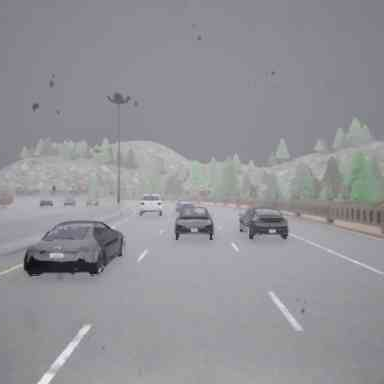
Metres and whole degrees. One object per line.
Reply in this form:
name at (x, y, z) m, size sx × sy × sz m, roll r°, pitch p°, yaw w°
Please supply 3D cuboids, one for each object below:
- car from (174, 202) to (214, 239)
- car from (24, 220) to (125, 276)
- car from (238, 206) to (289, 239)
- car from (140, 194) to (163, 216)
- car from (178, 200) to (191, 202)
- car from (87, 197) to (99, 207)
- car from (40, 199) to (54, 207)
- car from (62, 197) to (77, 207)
car at (0.104, 1.495, 17.248) m, size 2.128 × 1.511 × 4.902 m, roll 0°, pitch 0°, yaw 0°
car at (-3.397, 1.563, 10.364) m, size 1.994 × 1.385 × 4.181 m, roll 0°, pitch 0°, yaw 0°
car at (3.604, 1.508, 17.337) m, size 1.837 × 1.490 × 4.892 m, roll 0°, pitch 0°, yaw 0°
car at (-4.089, 1.247, 33.498) m, size 2.150 × 2.045 × 5.566 m, roll 0°, pitch 0°, yaw -6°
car at (-0.821, 1.552, 35.314) m, size 1.812 × 1.442 × 4.674 m, roll 0°, pitch 0°, yaw -7°
car at (-16.119, 1.593, 54.078) m, size 2.128 × 1.511 × 4.902 m, roll 0°, pitch 0°, yaw -19°
car at (-22.965, 1.715, 52.669) m, size 1.895 × 1.301 × 4.718 m, roll 0°, pitch 0°, yaw -19°
car at (-19.422, 1.611, 52.990) m, size 1.837 × 1.490 × 4.892 m, roll 0°, pitch 0°, yaw -19°
